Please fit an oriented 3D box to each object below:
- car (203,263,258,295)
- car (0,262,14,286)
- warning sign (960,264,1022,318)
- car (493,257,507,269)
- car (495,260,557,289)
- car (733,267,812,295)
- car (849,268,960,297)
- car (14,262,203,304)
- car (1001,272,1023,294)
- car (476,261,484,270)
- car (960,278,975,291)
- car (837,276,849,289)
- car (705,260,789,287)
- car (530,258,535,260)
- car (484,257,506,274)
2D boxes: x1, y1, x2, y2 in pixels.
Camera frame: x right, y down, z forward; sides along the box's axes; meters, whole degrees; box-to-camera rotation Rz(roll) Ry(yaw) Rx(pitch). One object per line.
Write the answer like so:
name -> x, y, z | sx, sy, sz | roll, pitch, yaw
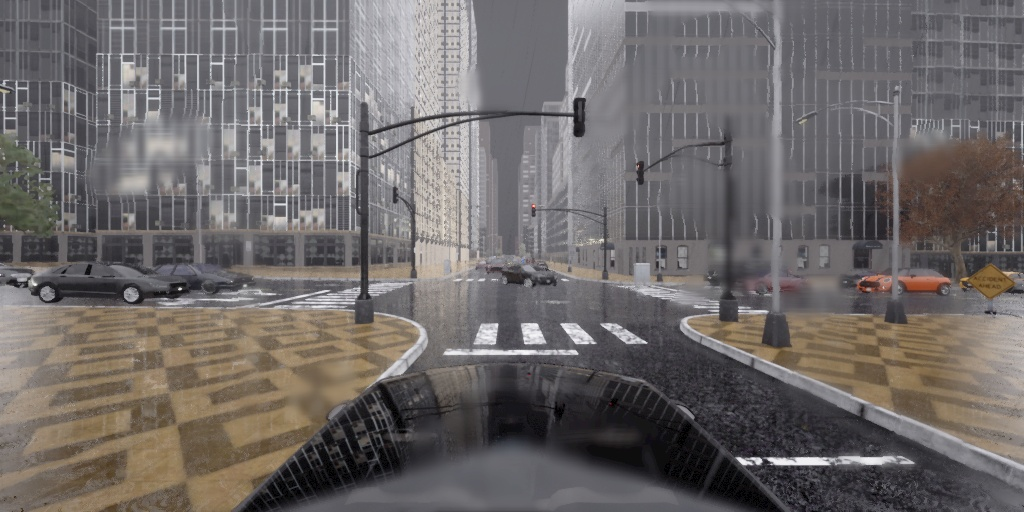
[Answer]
car -> -15.440, 1.040, 17.233 | 5.357, 1.411, 2.033 | 1, 0, 0
car -> -25.374, 0.802, 16.683 | 4.902, 1.511, 2.128 | 1, 0, -3
warning sign -> 17.213, 1.204, 12.901 | 1.060, 1.860, 1.300 | 0, 0, -3
car -> -1.889, 1.112, 56.249 | 2.097, 1.767, 4.553 | 0, 0, 0
car -> 0.991, 1.250, 23.828 | 1.882, 1.535, 5.008 | -1, 1, -29
car -> 16.087, 1.631, 22.304 | 4.181, 1.385, 1.994 | 1, 0, -3
car -> 24.781, 1.574, 22.757 | 4.553, 1.767, 2.097 | 1, 0, -3
car -> -15.427, 0.998, 13.945 | 4.892, 1.490, 1.837 | 1, 0, -3
car -> 33.779, 1.948, 23.221 | 4.181, 1.385, 1.994 | 1, 0, -2
car -> -4.322, 1.342, 52.068 | 1.802, 1.307, 4.207 | 0, 0, -1
car -> 36.318, 1.906, 26.608 | 5.008, 1.535, 1.882 | 1, 0, -3
car -> 26.289, 1.813, 26.095 | 4.181, 1.385, 1.994 | 1, 0, -3
car -> 16.900, 1.303, 25.601 | 5.566, 2.045, 2.150 | 1, 0, -3
car -> 3.663, 1.329, 46.623 | 1.948, 1.339, 4.313 | 0, 0, -1
car -> -1.747, 1.118, 41.310 | 2.097, 1.767, 4.553 | 0, 0, -1
